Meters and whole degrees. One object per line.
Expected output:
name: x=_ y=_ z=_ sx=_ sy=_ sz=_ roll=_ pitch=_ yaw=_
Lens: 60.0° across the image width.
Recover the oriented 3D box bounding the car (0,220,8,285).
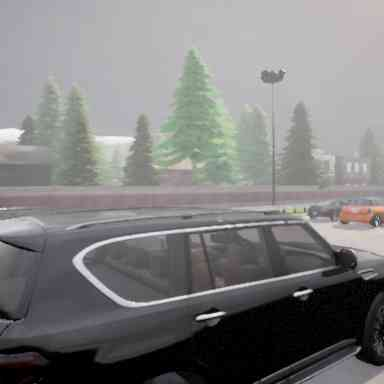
car: x=-6.903 y=1.543 z=7.436 sx=4.674 sy=1.442 sz=1.812 roll=-1 pitch=1 yaw=-35

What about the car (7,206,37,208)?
car: x=-5.730 y=1.321 z=12.555 sx=4.553 sy=1.767 sz=2.097 roll=-1 pitch=0 yaw=-35

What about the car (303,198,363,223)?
car: x=10.240 y=1.257 z=23.961 sx=4.674 sy=1.442 sz=1.812 roll=-1 pitch=1 yaw=-35

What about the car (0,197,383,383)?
car: x=0.397 y=1.191 z=4.030 sx=5.566 sy=2.045 sz=2.150 roll=-1 pitch=1 yaw=-35

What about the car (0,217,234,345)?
car: x=-1.578 y=1.474 z=6.919 sx=4.892 sy=1.490 sz=1.837 roll=-1 pitch=1 yaw=-35
